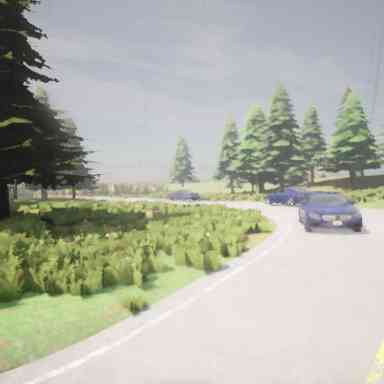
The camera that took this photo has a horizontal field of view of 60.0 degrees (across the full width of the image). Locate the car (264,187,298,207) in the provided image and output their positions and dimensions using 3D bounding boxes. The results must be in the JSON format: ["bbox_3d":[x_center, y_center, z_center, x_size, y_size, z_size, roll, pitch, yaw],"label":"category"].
[{"bbox_3d":[7.499,0.373,25.854,1.812,1.442,4.674,-2,1,-24],"label":"car"}]

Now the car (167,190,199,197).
[{"bbox_3d":[-1.124,0.422,39.777,2.033,1.411,5.357,-3,1,-33],"label":"car"}]

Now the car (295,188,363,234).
[{"bbox_3d":[5.349,0.707,13.267,1.812,1.442,4.674,-1,1,14],"label":"car"}]
